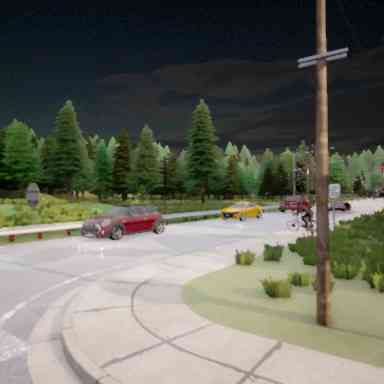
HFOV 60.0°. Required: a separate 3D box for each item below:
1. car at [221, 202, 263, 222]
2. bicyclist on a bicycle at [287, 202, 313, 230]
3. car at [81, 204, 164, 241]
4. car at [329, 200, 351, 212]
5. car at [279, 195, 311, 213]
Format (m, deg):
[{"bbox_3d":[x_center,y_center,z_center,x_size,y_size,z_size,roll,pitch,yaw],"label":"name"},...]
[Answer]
[{"bbox_3d":[4.267,1.588,28.183,1.882,1.535,5.008,-1,0,36],"label":"car"},{"bbox_3d":[5.911,1.348,17.842,1.656,1.620,0.582,-1,-1,37],"label":"bicyclist on a bicycle"},{"bbox_3d":[-3.561,1.463,17.622,2.097,1.767,4.553,-1,0,37],"label":"car"},{"bbox_3d":[17.902,1.641,40.381,1.994,1.385,4.181,-1,0,36],"label":"car"},{"bbox_3d":[12.071,1.333,38.686,2.150,2.045,5.566,-1,-1,37],"label":"car"}]
